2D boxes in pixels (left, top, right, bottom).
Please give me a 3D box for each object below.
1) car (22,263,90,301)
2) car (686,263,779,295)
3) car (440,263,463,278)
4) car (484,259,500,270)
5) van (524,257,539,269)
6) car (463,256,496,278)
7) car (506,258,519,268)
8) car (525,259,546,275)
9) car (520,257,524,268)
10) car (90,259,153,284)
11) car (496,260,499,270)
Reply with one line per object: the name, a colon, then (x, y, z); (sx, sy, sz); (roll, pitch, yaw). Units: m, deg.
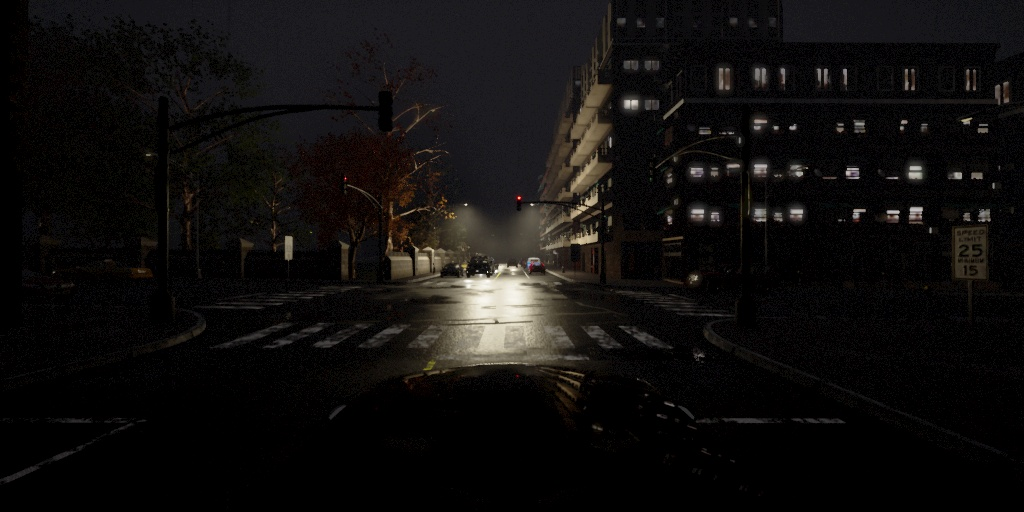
car: (-18.947, 1.007, 13.319); (4.207, 1.307, 1.802); (0, 0, 0)
car: (13.476, 1.353, 21.966); (5.009, 1.841, 2.192); (0, 0, 0)
car: (-5.647, 1.330, 34.332); (1.948, 1.339, 4.313); (0, 0, 0)
car: (-3.019, 1.279, 54.970); (2.128, 1.511, 4.902); (0, 0, 0)
van: (2.749, 1.116, 45.581); (1.690, 1.789, 3.998); (0, 0, 0)
car: (-3.042, 0.986, 34.619); (2.150, 2.045, 5.566); (0, 0, 1)
car: (0.080, 1.304, 62.625); (1.837, 1.490, 4.892); (0, 0, 0)
car: (2.741, 1.314, 39.951); (1.888, 1.381, 4.507); (0, 0, 0)
car: (2.764, 1.230, 56.842); (1.967, 1.591, 4.097); (0, 0, 0)
car: (-24.717, 0.883, 21.652); (4.829, 1.417, 1.751); (0, 0, 0)
car: (-3.040, 1.322, 44.871); (2.033, 1.411, 5.357); (0, 0, 0)
